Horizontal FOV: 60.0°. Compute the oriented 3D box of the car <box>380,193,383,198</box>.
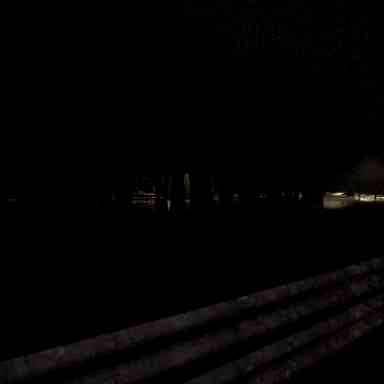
[{"bbox_3d":[37.456,0.795,63.778,1.882,1.535,5.008,-1,1,18],"label":"car"}]
